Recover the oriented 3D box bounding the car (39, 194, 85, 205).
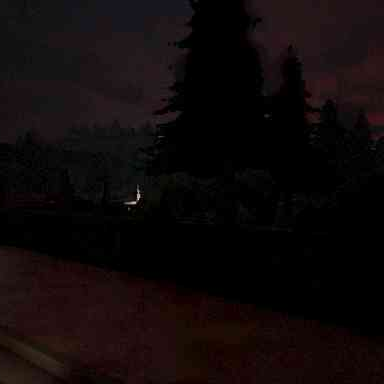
[{"bbox_3d":[-13.799,1.222,37.208,2.150,2.045,5.566,0,0,36],"label":"car"}]

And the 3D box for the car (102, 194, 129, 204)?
[{"bbox_3d":[-14.056,1.186,61.207,1.837,1.490,4.892,0,3,36],"label":"car"}]

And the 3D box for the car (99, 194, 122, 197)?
[{"bbox_3d":[-14.544,1.391,54.532,2.128,1.511,4.902,0,2,36],"label":"car"}]

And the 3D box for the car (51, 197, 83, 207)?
[{"bbox_3d":[-19.879,1.506,53.088,1.812,1.442,4.674,0,1,35],"label":"car"}]

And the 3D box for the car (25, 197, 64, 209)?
[{"bbox_3d":[-20.441,1.526,46.306,1.812,1.442,4.674,0,0,36],"label":"car"}]

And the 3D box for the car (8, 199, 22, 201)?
[{"bbox_3d":[-25.015,1.601,45.941,1.895,1.301,4.718,0,0,36],"label":"car"}]

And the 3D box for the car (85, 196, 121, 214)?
[{"bbox_3d":[-7.820,1.492,33.534,2.128,1.511,4.902,0,0,36],"label":"car"}]
